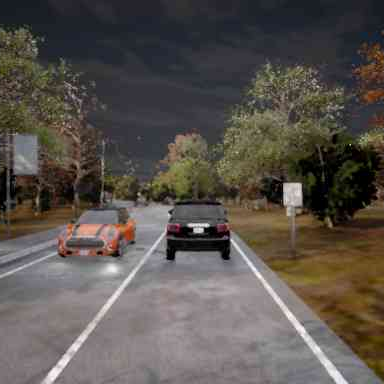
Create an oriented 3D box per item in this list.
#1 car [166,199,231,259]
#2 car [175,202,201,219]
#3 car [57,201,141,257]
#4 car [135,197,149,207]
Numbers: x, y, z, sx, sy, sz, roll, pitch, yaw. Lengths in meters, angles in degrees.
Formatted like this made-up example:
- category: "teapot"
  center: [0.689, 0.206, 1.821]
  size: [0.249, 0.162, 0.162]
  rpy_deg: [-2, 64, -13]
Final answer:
- category: "car"
  center: [0.219, 1.287, 12.958]
  size: [2.150, 2.045, 5.566]
  rpy_deg: [0, 0, 0]
- category: "car"
  center: [-0.488, 1.723, 32.767]
  size: [2.033, 1.411, 5.357]
  rpy_deg: [1, 0, -5]
- category: "car"
  center: [-3.515, 1.413, 13.092]
  size: [2.097, 1.767, 4.553]
  rpy_deg: [0, 0, 0]
- category: "car"
  center: [-8.294, 1.682, 54.633]
  size: [1.837, 1.490, 4.892]
  rpy_deg: [2, 0, -15]
